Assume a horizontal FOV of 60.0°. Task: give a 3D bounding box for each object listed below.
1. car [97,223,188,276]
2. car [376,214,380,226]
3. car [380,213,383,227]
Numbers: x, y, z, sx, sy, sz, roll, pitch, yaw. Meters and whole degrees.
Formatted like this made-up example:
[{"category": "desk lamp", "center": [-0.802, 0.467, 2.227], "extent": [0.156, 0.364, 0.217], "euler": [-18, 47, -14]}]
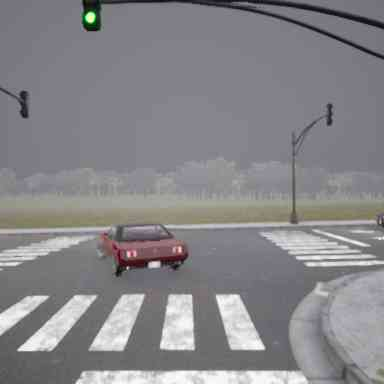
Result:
[{"category": "car", "center": [-1.799, 1.622, 10.520], "extent": [1.895, 1.301, 4.718], "euler": [-1, -1, -22]}, {"category": "car", "center": [12.365, 1.248, 17.553], "extent": [4.892, 1.490, 1.837], "euler": [-2, -1, 1]}, {"category": "car", "center": [11.122, 1.316, 14.318], "extent": [4.718, 1.301, 1.895], "euler": [-2, -1, 1]}]
